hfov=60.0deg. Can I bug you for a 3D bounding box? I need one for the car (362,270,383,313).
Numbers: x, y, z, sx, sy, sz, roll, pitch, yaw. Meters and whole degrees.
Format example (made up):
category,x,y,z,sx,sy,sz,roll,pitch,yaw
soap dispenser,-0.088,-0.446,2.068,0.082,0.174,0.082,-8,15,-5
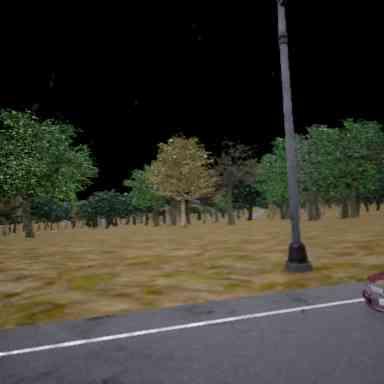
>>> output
category,x,y,z,sx,sy,sz,roll,pitch,yaw
car,5.738,1.678,6.629,4.674,1.442,1.812,-2,-4,-15
